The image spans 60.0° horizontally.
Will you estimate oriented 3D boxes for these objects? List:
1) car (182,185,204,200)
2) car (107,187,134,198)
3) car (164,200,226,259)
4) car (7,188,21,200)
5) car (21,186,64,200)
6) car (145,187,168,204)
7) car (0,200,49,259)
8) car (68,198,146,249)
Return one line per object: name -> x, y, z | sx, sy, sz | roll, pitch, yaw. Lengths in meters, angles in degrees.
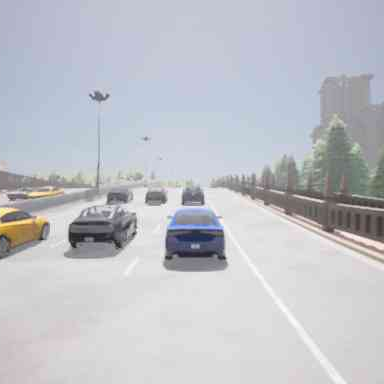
car -> 0.097, 0.120, 32.069 | 2.097, 1.767, 4.553 | 0, 3, 0
car -> -6.903, 0.264, 32.243 | 1.837, 1.490, 4.892 | 0, 3, 0
car -> 0.098, 1.305, 11.926 | 1.882, 1.535, 5.008 | 0, 2, 0
car -> -17.597, 0.190, 35.347 | 1.895, 1.301, 4.718 | 0, 3, 0
car -> -14.099, 0.233, 32.302 | 1.882, 1.535, 5.008 | 0, 3, 0
car -> -3.404, 0.241, 32.418 | 2.128, 1.511, 4.902 | 0, 3, 0
car -> -6.902, 1.303, 11.962 | 1.882, 1.535, 5.008 | 0, 2, 0
car -> -3.402, 1.260, 13.423 | 2.128, 1.511, 4.902 | 0, 2, 0
